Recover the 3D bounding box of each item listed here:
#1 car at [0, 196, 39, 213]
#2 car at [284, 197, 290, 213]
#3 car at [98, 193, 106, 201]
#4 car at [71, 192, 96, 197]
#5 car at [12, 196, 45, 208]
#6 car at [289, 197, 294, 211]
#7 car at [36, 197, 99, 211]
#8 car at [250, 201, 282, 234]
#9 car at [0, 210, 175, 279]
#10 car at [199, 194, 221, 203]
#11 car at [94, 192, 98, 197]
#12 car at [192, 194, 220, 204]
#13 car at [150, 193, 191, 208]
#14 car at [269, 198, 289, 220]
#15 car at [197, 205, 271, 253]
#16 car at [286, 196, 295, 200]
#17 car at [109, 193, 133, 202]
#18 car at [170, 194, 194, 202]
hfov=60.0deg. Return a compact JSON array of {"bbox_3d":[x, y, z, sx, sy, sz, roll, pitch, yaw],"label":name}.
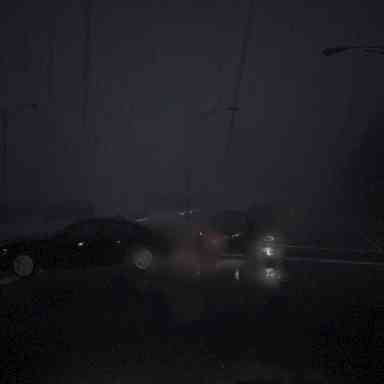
[{"bbox_3d":[-15.134,1.355,29.404,3.806,1.475,1.970,0,0,18],"label":"car"},{"bbox_3d":[7.728,1.485,30.528,1.837,1.490,4.892,0,0,19],"label":"car"},{"bbox_3d":[-20.256,1.012,70.938,3.866,1.878,1.905,0,0,18],"label":"car"},{"bbox_3d":[-18.496,1.247,53.734,4.514,1.523,2.007,0,0,18],"label":"car"},{"bbox_3d":[-21.725,1.272,44.277,3.633,1.501,1.845,0,0,18],"label":"car"},{"bbox_3d":[9.764,1.542,36.568,1.994,1.385,4.181,0,0,19],"label":"car"},{"bbox_3d":[-9.052,1.355,24.212,3.633,1.501,1.845,0,0,18],"label":"car"},{"bbox_3d":[3.947,1.489,19.316,1.837,1.490,4.892,0,0,19],"label":"car"},{"bbox_3d":[-3.023,1.475,9.899,5.008,1.535,1.882,0,0,-18],"label":"car"},{"bbox_3d":[3.367,1.200,62.977,3.806,1.475,1.970,0,0,18],"label":"car"},{"bbox_3d":[-21.896,1.296,67.982,3.806,1.475,1.970,0,0,18],"label":"car"},{"bbox_3d":[1.626,1.124,56.792,5.027,1.636,2.152,0,0,18],"label":"car"},{"bbox_3d":[-2.992,1.073,41.781,4.605,1.855,1.932,0,0,18],"label":"car"},{"bbox_3d":[5.854,1.474,24.963,2.128,1.511,4.902,0,0,19],"label":"car"},{"bbox_3d":[1.804,1.514,13.906,1.812,1.442,4.674,0,0,24],"label":"car"},{"bbox_3d":[15.766,1.478,54.398,1.837,1.490,4.892,0,0,19],"label":"car"},{"bbox_3d":[-13.848,1.044,65.313,4.605,1.855,1.932,0,0,18],"label":"car"},{"bbox_3d":[-2.145,1.255,68.698,4.514,1.523,2.007,0,0,18],"label":"car"}]
